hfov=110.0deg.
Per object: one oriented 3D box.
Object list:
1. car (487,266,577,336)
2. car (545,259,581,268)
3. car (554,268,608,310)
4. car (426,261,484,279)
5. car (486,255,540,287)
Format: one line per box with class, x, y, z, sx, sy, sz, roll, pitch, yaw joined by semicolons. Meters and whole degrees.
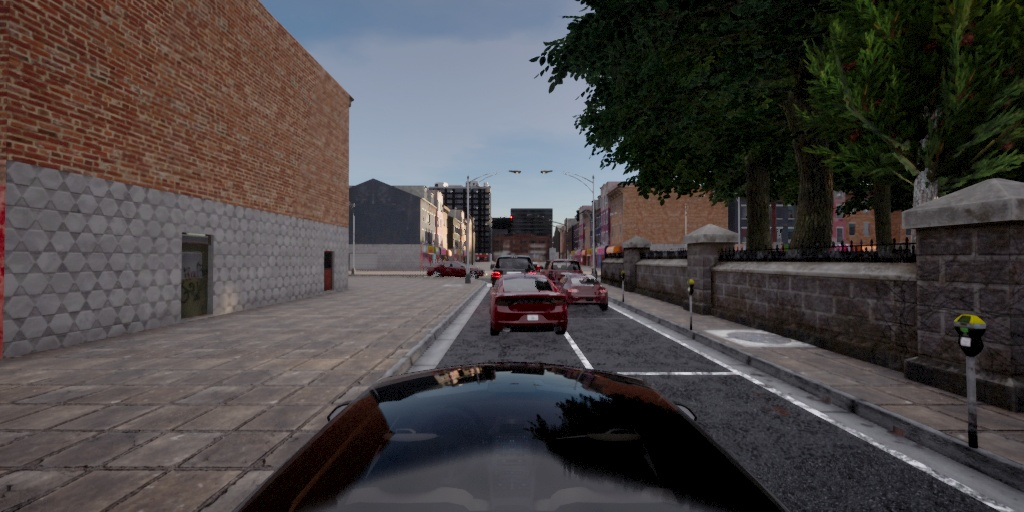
car;0.288;1.230;10.501;1.882;1.535;5.008;0;0;-4
car;2.657;1.074;19.801;2.192;1.841;5.009;0;0;0
car;2.652;1.337;14.352;1.802;1.307;4.207;0;0;0
car;-4.921;1.235;31.410;5.008;1.535;1.882;0;-1;0
car;0.101;0.979;18.108;2.150;2.045;5.566;0;0;0
